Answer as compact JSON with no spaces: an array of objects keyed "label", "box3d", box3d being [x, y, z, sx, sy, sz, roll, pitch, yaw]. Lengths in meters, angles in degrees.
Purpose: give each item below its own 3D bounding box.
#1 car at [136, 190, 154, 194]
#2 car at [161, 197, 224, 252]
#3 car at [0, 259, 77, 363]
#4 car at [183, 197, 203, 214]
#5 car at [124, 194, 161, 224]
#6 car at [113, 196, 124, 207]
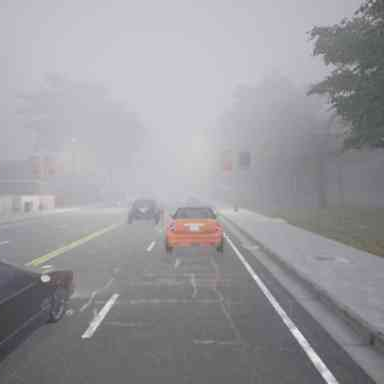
[{"label":"car","box3d":[-6.523,0.721,46.796,2.150,2.045,5.566,0,0,0]},{"label":"car","box3d":[0.088,1.258,13.570,2.097,1.767,4.553,0,0,0]},{"label":"car","box3d":[-3.146,1.531,4.009,2.033,1.411,5.357,0,0,0]},{"label":"car","box3d":[0.084,1.305,33.945,1.837,1.490,4.892,0,0,0]},{"label":"car","box3d":[-3.157,1.215,23.567,2.097,1.767,4.553,0,0,0]},{"label":"car","box3d":[-9.770,1.313,46.820,2.128,1.511,4.902,0,0,0]}]
